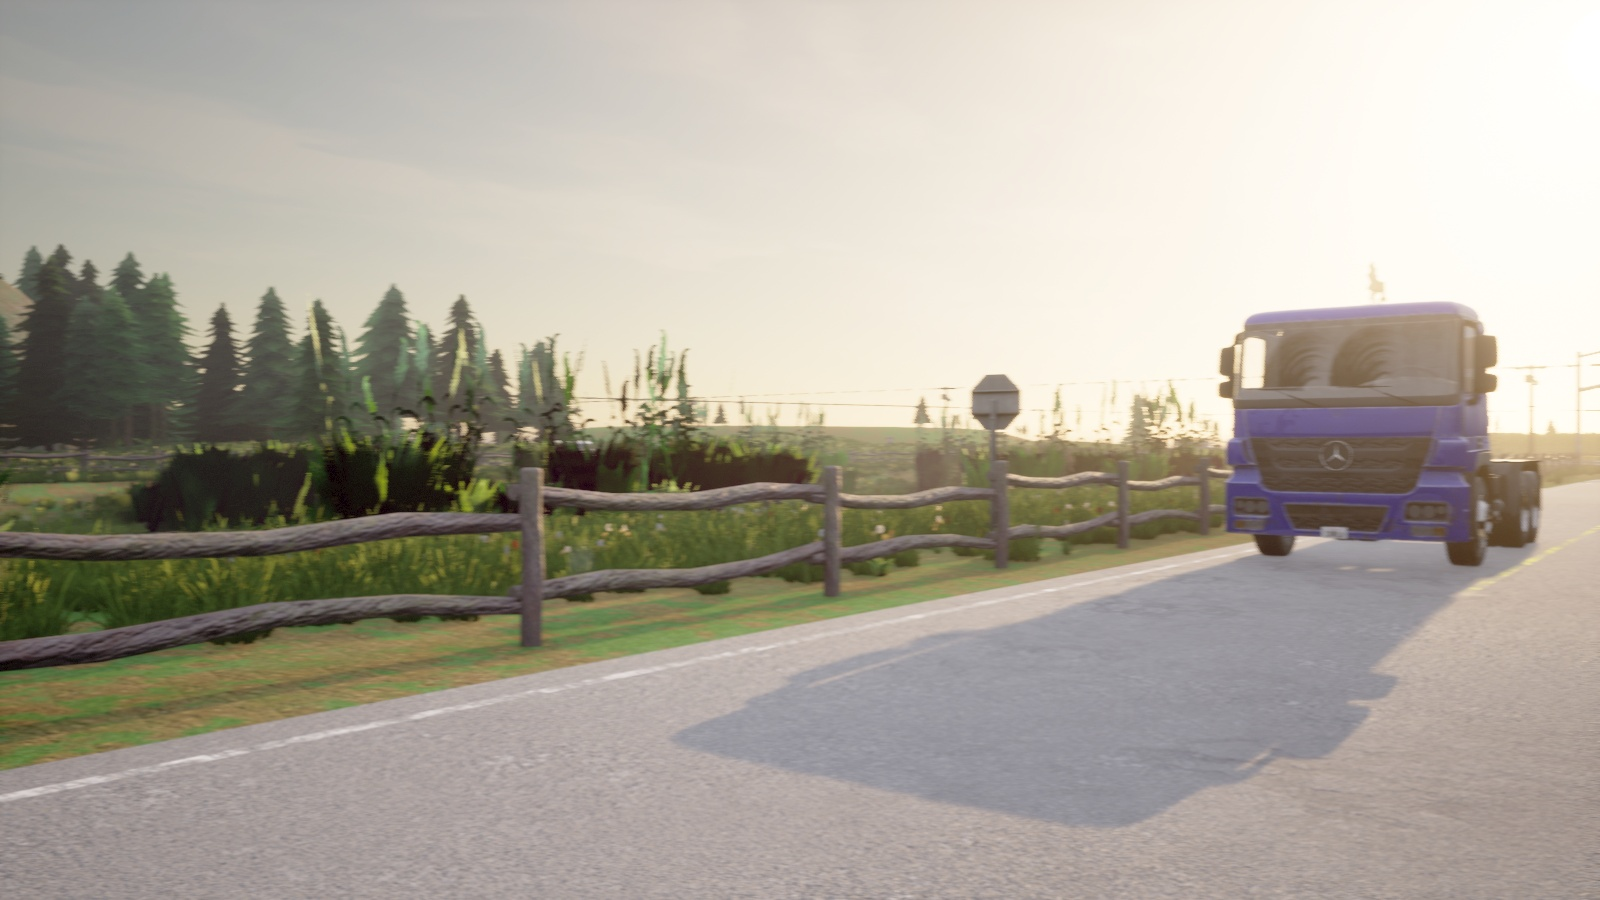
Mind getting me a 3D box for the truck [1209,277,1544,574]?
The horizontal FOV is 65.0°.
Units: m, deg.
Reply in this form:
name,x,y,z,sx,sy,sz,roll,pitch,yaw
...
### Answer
name,x,y,z,sx,sy,sz,roll,pitch,yaw
truck,8.879,-0.291,18.670,2.891,3.462,7.936,0,0,37
